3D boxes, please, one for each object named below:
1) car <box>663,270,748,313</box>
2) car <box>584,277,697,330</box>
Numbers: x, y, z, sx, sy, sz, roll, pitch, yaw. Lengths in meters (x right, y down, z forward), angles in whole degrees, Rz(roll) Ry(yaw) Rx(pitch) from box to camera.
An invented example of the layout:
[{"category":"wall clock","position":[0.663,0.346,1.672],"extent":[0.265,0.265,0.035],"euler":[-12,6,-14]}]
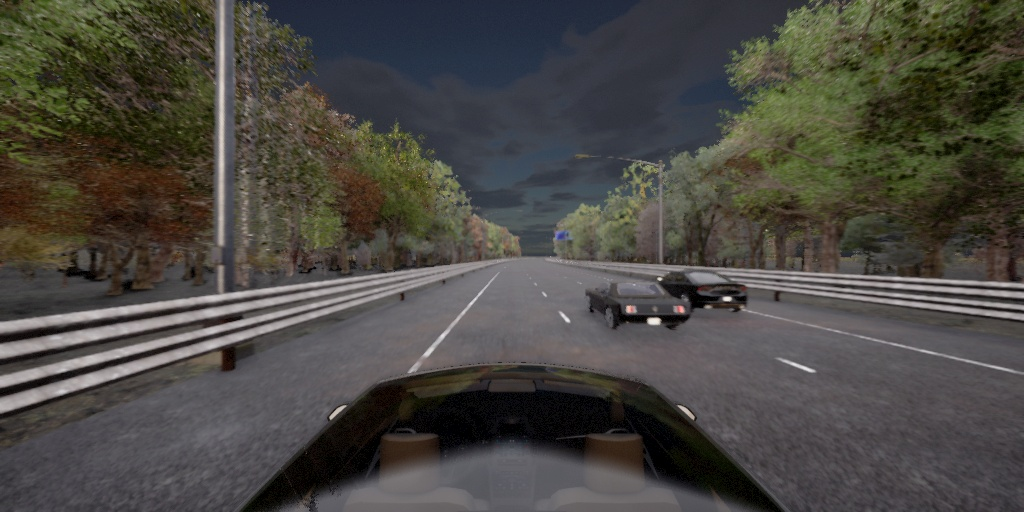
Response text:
[{"category":"car","position":[7.101,1.278,14.307],"extent":[1.882,1.535,5.008],"euler":[0,0,0]},{"category":"car","position":[3.601,1.389,11.319],"extent":[1.895,1.301,4.718],"euler":[0,0,0]}]
